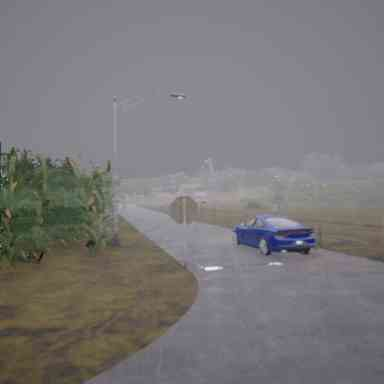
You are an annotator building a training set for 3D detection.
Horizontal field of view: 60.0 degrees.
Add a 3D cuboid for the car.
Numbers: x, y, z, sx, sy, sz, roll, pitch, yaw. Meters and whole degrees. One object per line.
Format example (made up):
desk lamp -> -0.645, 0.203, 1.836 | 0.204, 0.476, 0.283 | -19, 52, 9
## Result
car -> 3.328, 1.737, 14.448 | 1.882, 1.535, 5.008 | -1, -1, -14
